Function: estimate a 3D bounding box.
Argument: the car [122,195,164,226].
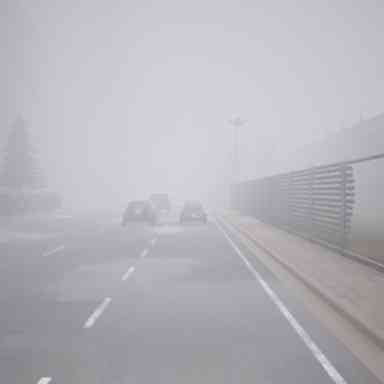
[{"bbox_3d":[-3.423,1.330,23.275,2.097,1.767,4.553,0,0,0],"label":"car"}]

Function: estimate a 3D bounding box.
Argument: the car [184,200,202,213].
[{"bbox_3d":[0.096,1.566,37.789,1.895,1.301,4.718,0,0,1],"label":"car"}]

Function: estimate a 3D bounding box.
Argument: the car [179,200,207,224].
[{"bbox_3d":[0.085,1.541,24.571,1.994,1.385,4.181,0,0,0],"label":"car"}]

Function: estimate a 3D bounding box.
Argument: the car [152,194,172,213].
[{"bbox_3d":[-3.429,1.190,36.404,2.150,2.045,5.566,0,0,0],"label":"car"}]
